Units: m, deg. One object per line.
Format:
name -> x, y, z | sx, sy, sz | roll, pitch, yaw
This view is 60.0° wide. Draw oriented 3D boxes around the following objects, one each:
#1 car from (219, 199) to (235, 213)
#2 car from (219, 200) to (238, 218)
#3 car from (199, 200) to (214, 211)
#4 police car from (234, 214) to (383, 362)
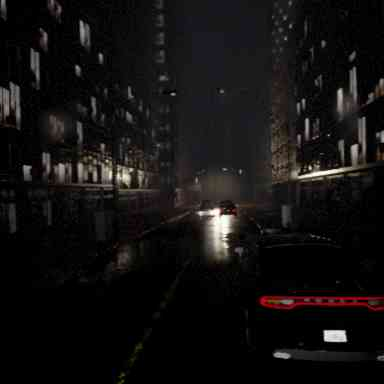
car -> 4.746, 1.812, 45.258 | 2.097, 1.767, 4.553 | -1, -1, 6
car -> 3.770, 1.896, 34.796 | 2.033, 1.411, 5.357 | -1, -1, 6
car -> 2.176, 1.925, 49.760 | 2.097, 1.767, 4.553 | -1, -1, 6
police car -> 1.885, 1.463, 6.369 | 1.930, 1.638, 5.238 | -1, -1, 6
